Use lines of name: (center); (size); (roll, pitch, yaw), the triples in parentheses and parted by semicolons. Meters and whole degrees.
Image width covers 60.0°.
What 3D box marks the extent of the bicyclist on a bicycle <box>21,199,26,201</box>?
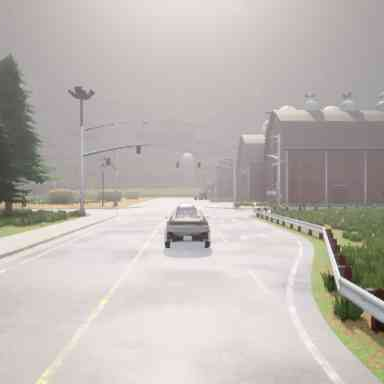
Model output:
bicyclist on a bicycle: (-22.694, 1.325, 44.836); (0.582, 1.620, 1.656); (0, 0, 0)

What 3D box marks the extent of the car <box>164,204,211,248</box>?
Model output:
car: (-0.211, 1.494, 14.716); (2.128, 1.511, 4.902); (0, 0, -1)

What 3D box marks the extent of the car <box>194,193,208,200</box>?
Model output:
car: (2.346, 1.143, 87.141); (1.905, 1.878, 3.866); (-8, 4, -44)

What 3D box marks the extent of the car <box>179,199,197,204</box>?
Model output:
car: (-0.544, 1.572, 29.713); (1.994, 1.385, 4.181); (0, 0, -1)
